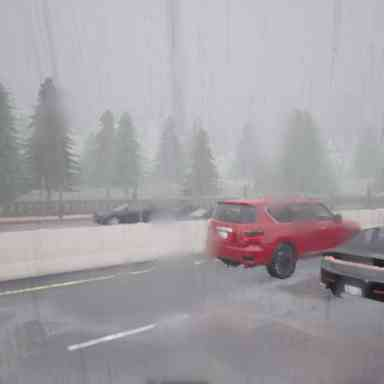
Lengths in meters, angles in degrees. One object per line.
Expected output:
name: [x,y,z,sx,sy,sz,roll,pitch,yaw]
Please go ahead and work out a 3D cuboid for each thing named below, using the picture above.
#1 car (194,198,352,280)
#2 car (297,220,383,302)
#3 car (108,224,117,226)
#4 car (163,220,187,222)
car: [3.001,1.200,10.173,5.566,2.045,2.150,0,0,-35]
car: [4.753,1.471,7.121,4.902,1.511,2.128,0,0,-35]
car: [-4.127,1.454,22.441,5.008,1.535,1.882,0,0,-34]
car: [0.815,1.499,17.354,4.674,1.442,1.812,0,0,-34]
